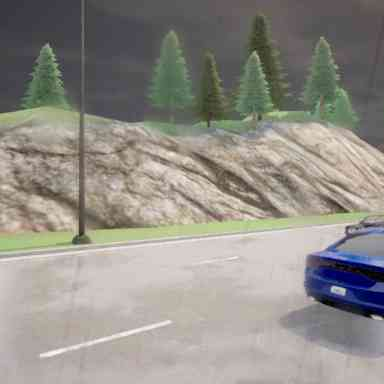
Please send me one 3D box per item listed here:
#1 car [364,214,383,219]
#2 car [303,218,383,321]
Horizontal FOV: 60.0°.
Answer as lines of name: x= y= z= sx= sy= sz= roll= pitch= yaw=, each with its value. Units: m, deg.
car: x=8.637 y=1.601 z=14.227 sx=4.718 sy=1.301 sz=1.895 roll=0 pitch=0 yaw=-36
car: x=4.413 y=1.478 z=6.902 sx=5.008 sy=1.535 sz=1.882 roll=0 pitch=0 yaw=-36
